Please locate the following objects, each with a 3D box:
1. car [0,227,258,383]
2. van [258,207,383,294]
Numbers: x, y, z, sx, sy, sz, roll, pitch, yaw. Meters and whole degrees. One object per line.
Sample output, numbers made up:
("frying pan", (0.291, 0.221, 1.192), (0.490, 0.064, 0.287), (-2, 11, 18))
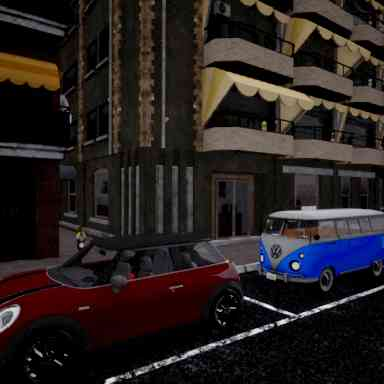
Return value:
("car", (-1.172, 1.440, 5.256), (4.097, 1.590, 1.967), (0, 0, -35))
("van", (3.462, 1.343, 8.557), (3.998, 1.788, 1.690), (0, 0, -35))
